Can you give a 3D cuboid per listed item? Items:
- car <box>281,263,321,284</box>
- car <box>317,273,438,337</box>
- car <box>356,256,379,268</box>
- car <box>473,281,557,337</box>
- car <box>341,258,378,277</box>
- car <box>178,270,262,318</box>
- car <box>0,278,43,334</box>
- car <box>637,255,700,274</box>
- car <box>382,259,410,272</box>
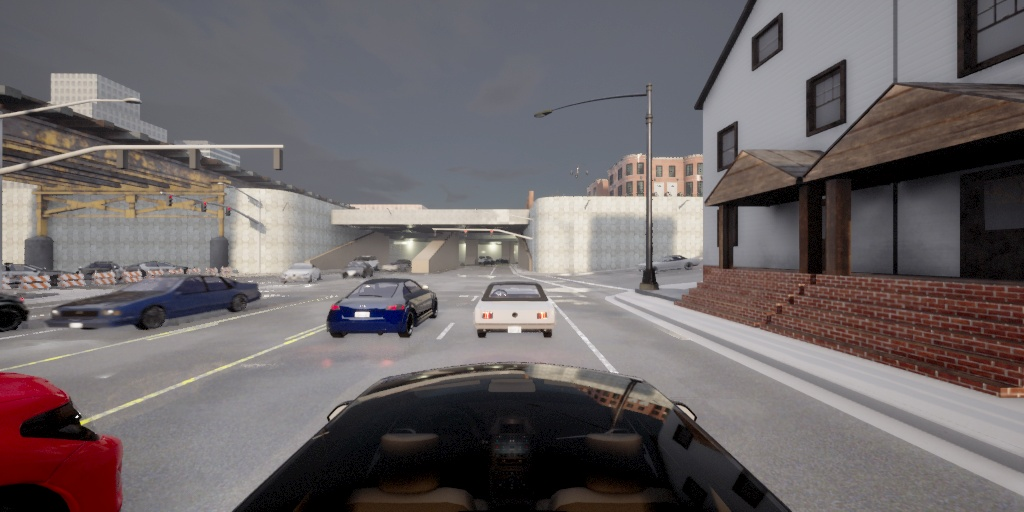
[{"bbox_3d":[-15.790,1.276,27.089,1.812,1.442,4.674,0,0,-17],"label":"car"},{"bbox_3d":[-3.429,1.314,10.243,1.994,1.385,4.181,0,0,0],"label":"car"},{"bbox_3d":[-18.286,0.970,44.405,2.150,2.045,5.566,0,0,-2],"label":"car"},{"bbox_3d":[0.072,1.351,10.197,1.895,1.301,4.718,0,0,0],"label":"car"},{"bbox_3d":[-13.702,1.241,31.884,2.128,1.511,4.902,0,0,-11],"label":"car"},{"bbox_3d":[-10.536,1.297,11.359,2.033,1.411,5.357,0,0,1],"label":"car"},{"bbox_3d":[-14.120,1.314,7.947,1.994,1.385,4.181,0,0,0],"label":"car"},{"bbox_3d":[13.060,0.665,30.175,4.718,1.301,1.895,-7,0,0],"label":"car"},{"bbox_3d":[-14.815,1.351,45.424,1.895,1.301,4.718,0,0,-1],"label":"car"}]
